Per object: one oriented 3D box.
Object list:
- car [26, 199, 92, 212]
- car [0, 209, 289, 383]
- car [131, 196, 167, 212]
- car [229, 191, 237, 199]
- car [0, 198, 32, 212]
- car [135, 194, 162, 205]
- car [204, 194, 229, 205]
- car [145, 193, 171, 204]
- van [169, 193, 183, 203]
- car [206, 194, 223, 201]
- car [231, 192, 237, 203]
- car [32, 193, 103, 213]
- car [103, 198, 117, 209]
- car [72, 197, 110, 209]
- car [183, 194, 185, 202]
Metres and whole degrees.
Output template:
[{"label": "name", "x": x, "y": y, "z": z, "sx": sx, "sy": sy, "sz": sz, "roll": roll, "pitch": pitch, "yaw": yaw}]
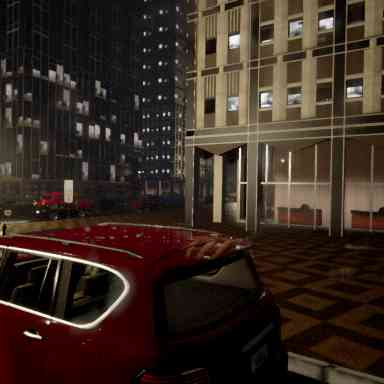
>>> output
[{"label": "car", "x": -10.635, "y": 1.537, "z": 26.968, "sx": 1.947, "sy": 1.339, "sz": 4.313, "roll": 2, "pitch": 1, "yaw": 30}, {"label": "car", "x": -1.434, "y": 1.314, "z": 3.875, "sx": 5.009, "sy": 1.841, "sz": 2.192, "roll": 0, "pitch": 1, "yaw": 36}, {"label": "car", "x": -4.946, "y": 1.487, "z": 36.733, "sx": 1.802, "sy": 1.307, "sz": 4.206, "roll": 2, "pitch": 1, "yaw": 30}, {"label": "car", "x": 10.505, "y": 0.783, "z": 79.887, "sx": 2.192, "sy": 1.841, "sz": 5.009, "roll": 2, "pitch": 1, "yaw": 30}, {"label": "car", "x": -15.614, "y": 1.356, "z": 29.932, "sx": 1.837, "sy": 1.490, "sz": 4.892, "roll": 1, "pitch": 1, "yaw": 30}, {"label": "car", "x": -6.577, "y": 1.107, "z": 50.572, "sx": 1.967, "sy": 1.590, "sz": 4.097, "roll": 2, "pitch": 1, "yaw": 30}, {"label": "car", "x": 3.590, "y": 1.246, "z": 51.379, "sx": 1.967, "sy": 1.590, "sz": 4.097, "roll": 2, "pitch": 1, "yaw": 30}, {"label": "car", "x": -5.506, "y": 1.260, "z": 47.274, "sx": 1.812, "sy": 1.442, "sz": 4.674, "roll": 1, "pitch": 1, "yaw": 31}, {"label": "van", "x": -3.729, "y": 0.975, "z": 55.457, "sx": 1.690, "sy": 1.788, "sz": 3.998, "roll": 2, "pitch": 1, "yaw": 30}, {"label": "car", "x": 4.807, "y": 1.079, "z": 70.119, "sx": 1.887, "sy": 1.381, "sz": 4.507, "roll": 2, "pitch": 1, "yaw": 30}, {"label": "car", "x": 9.363, "y": 1.264, "z": 61.293, "sx": 1.752, "sy": 1.417, "sz": 4.829, "roll": 2, "pitch": 1, "yaw": 30}, {"label": "car", "x": -11.347, "y": 1.125, "z": 30.792, "sx": 2.150, "sy": 2.045, "sz": 5.566, "roll": 1, "pitch": 1, "yaw": 29}, {"label": "car", "x": -10.613, "y": 1.357, "z": 38.527, "sx": 1.994, "sy": 1.385, "sz": 4.181, "roll": 1, "pitch": 1, "yaw": 30}, {"label": "car", "x": -12.272, "y": 1.299, "z": 40.802, "sx": 1.947, "sy": 1.339, "sz": 4.313, "roll": 2, "pitch": 1, "yaw": 30}, {"label": "car", "x": -0.884, "y": 1.041, "z": 60.345, "sx": 1.967, "sy": 1.590, "sz": 4.097, "roll": 2, "pitch": 1, "yaw": 30}]
